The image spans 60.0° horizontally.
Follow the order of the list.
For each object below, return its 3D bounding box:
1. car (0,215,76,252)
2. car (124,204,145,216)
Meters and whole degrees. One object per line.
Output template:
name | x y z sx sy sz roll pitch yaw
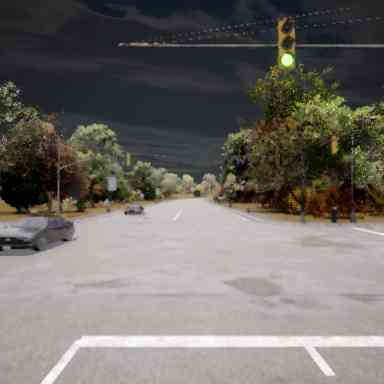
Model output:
car | -7.001 1.768 15.243 2.033 1.411 5.357 0 -1 0
car | -7.022 2.153 40.922 1.994 1.385 4.181 0 -1 1
